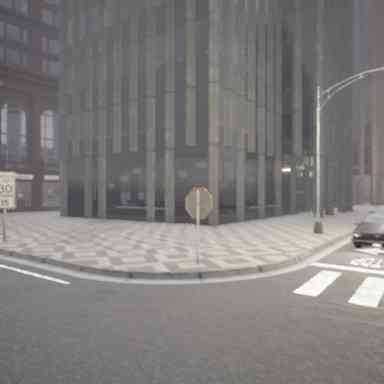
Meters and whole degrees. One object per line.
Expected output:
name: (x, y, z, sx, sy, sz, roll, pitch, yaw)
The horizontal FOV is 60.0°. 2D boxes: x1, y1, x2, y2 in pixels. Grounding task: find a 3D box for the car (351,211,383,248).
car: (8.225, 1.537, 14.155, 2.033, 1.411, 5.357, 0, 0, 36)
